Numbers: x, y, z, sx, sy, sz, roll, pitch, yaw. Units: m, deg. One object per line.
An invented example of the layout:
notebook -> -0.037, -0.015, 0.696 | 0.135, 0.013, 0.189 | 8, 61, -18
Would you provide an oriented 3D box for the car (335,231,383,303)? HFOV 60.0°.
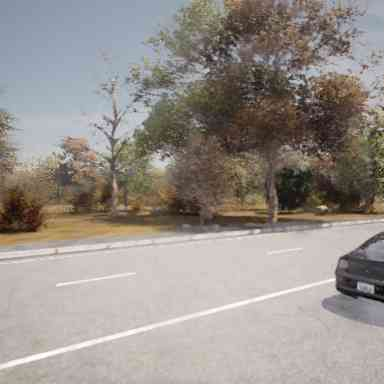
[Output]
car -> 4.980, 1.522, 7.188 | 4.674, 1.442, 1.812 | 0, 0, -34
